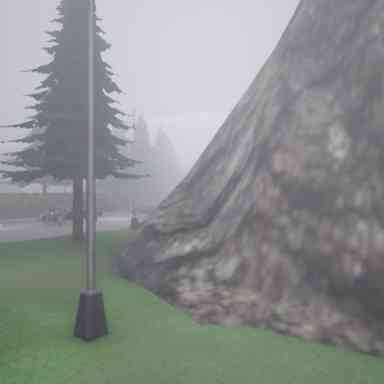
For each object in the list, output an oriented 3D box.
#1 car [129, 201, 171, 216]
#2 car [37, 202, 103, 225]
[{"bbox_3d":[-3.966,1.560,32.251,1.895,1.301,4.718,0,0,27],"label":"car"},{"bbox_3d":[-8.788,1.454,24.285,2.128,1.511,4.902,0,0,34],"label":"car"}]
